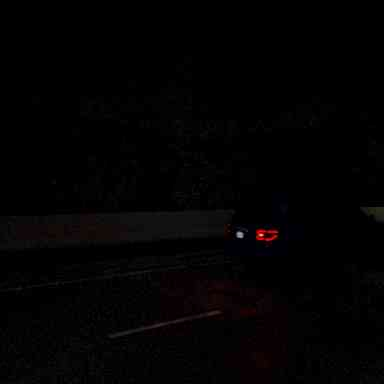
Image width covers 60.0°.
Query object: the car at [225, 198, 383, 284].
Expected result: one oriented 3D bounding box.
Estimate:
[{"bbox_3d":[3.642,1.187,9.613,5.566,2.045,2.150,0,0,-25],"label":"car"}]
